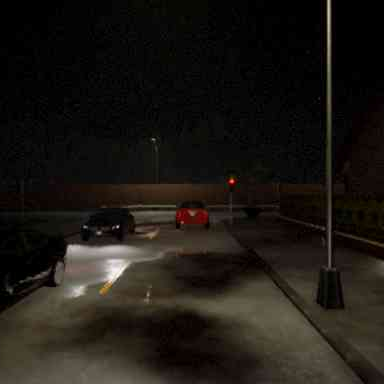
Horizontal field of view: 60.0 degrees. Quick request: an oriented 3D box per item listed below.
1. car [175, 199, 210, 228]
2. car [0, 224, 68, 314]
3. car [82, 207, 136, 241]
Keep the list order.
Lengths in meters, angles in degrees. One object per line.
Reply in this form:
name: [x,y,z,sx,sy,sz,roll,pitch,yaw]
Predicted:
car: [0.030,1.313,21.833,2.097,1.767,4.553,0,0,0]
car: [-4.073,1.460,6.397,1.882,1.535,5.008,0,0,0]
car: [-3.978,1.491,16.585,1.812,1.442,4.674,0,0,0]
